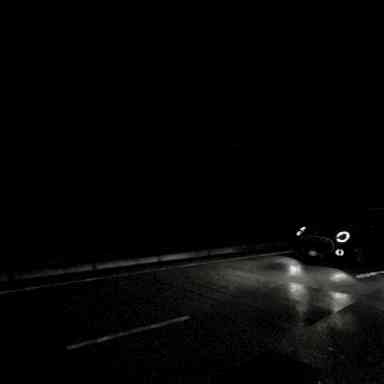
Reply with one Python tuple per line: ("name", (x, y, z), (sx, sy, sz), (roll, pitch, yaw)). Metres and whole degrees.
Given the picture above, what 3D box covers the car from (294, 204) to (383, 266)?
("car", (5.702, 1.314, 11.422), (4.553, 1.767, 2.097), (0, 0, -29))
